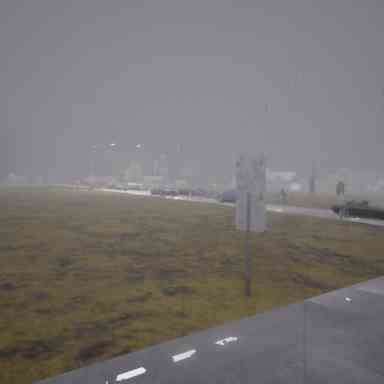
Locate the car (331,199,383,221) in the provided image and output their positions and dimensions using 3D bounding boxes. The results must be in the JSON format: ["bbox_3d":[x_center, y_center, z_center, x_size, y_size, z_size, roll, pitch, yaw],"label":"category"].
[{"bbox_3d":[11.081,1.145,20.278,1.895,1.301,4.718,1,2,-29],"label":"car"}]

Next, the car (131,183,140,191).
[{"bbox_3d":[-10.779,-0.927,57.303,2.033,1.411,5.357,1,2,-35],"label":"car"}]

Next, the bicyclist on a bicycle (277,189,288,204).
[{"bbox_3d":[9.251,0.472,33.996,1.656,1.620,0.582,0,2,-35],"label":"bicyclist on a bicycle"}]

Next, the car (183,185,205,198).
[{"bbox_3d":[-0.313,-0.129,42.373,2.128,1.511,4.902,1,2,-35],"label":"car"}]

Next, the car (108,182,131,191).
[{"bbox_3d":[-12.306,-0.908,54.552,1.837,1.490,4.892,1,2,-35],"label":"car"}]

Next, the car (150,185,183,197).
[{"bbox_3d":[-3.514,-0.163,41.810,1.994,1.385,4.181,1,2,-36],"label":"car"}]

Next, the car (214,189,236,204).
[{"bbox_3d":[4.293,0.485,30.640,2.033,1.411,5.357,1,2,-35],"label":"car"}]
